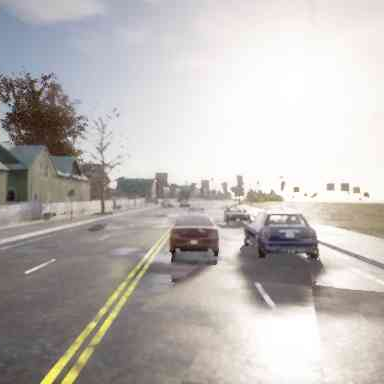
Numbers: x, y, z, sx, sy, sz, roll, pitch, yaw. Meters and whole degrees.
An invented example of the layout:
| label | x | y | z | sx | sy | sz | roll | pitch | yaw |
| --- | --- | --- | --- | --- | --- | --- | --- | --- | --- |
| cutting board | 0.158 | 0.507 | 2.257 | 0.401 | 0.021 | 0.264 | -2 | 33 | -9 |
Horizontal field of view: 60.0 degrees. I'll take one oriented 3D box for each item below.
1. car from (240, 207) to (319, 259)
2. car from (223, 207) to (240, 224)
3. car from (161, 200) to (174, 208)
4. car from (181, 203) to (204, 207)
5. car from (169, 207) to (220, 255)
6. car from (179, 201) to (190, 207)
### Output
| label | x | y | z | sx | sy | sz | roll | pitch | yaw |
| --- | --- | --- | --- | --- | --- | --- | --- | --- | --- |
| car | 3.359 | 1.499 | 13.366 | 2.097 | 1.767 | 4.553 | 0 | -1 | 1 |
| car | 3.685 | 1.916 | 28.101 | 1.895 | 1.301 | 4.718 | 0 | -1 | 2 |
| car | -4.494 | 2.221 | 61.656 | 2.128 | 1.511 | 4.902 | 0 | -1 | 4 |
| car | 0.406 | 1.858 | 27.489 | 2.033 | 1.411 | 5.357 | 0 | -1 | 2 |
| car | 0.128 | 1.636 | 14.204 | 1.882 | 1.535 | 5.008 | 0 | 0 | 1 |
| car | -1.251 | 2.287 | 61.450 | 1.994 | 1.385 | 4.181 | 0 | -1 | 4 |
